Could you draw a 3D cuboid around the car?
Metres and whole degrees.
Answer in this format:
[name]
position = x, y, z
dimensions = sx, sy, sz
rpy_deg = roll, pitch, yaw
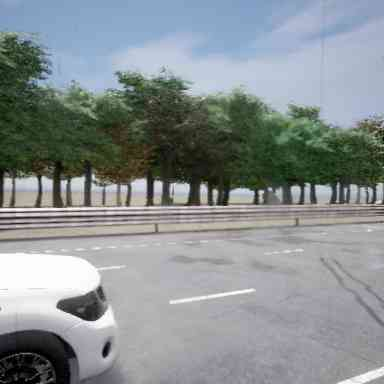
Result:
[car]
position = -3.583, 1.168, 3.127
dimensions = 5.566, 2.045, 2.150
rpy_deg = 1, 0, -27
